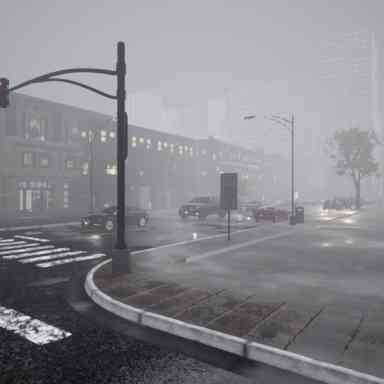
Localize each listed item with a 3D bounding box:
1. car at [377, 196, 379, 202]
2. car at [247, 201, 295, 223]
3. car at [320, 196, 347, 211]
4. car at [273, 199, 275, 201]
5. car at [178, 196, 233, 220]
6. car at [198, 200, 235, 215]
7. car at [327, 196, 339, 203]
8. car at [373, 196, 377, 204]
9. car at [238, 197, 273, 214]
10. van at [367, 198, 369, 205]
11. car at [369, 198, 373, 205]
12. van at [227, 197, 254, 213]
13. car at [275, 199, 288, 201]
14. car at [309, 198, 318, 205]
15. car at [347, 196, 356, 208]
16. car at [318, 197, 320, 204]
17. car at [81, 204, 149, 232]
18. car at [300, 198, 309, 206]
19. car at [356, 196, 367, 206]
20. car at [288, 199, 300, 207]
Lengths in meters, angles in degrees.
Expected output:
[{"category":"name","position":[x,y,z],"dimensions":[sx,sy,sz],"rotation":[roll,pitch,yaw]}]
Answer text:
[{"category":"car","position":[41.485,2.037,76.774],"dimensions":[1.802,1.307,4.206],"rotation":[0,-1,35]},{"category":"car","position":[6.531,1.670,27.047],"dimensions":[1.887,1.381,4.507],"rotation":[0,0,35]},{"category":"car","position":[19.214,1.676,45.149],"dimensions":[1.967,1.590,4.097],"rotation":[0,-1,35]},{"category":"car","position":[9.180,1.756,45.454],"dimensions":[2.008,1.369,4.403],"rotation":[0,0,35]},{"category":"car","position":[1.124,1.340,29.507],"dimensions":[2.150,2.045,5.566],"rotation":[0,0,35]},{"category":"car","position":[2.719,1.674,36.279],"dimensions":[1.752,1.417,4.829],"rotation":[0,0,35]},{"category":"car","position":[34.633,1.893,81.599],"dimensions":[1.967,1.590,4.097],"rotation":[0,-1,35]},{"category":"car","position":[38.402,1.948,72.396],"dimensions":[1.752,1.417,4.829],"rotation":[0,-1,35]},{"category":"car","position":[7.036,1.660,37.881],"dimensions":[2.128,1.511,4.902],"rotation":[0,0,35]},{"category":"van","position":[31.940,1.699,63.222],"dimensions":[1.690,1.788,3.998],"rotation":[0,-1,35]},{"category":"car","position":[35.122,1.972,67.737],"dimensions":[1.802,1.307,4.206],"rotation":[0,-1,35]},{"category":"van","position":[5.998,1.518,40.938],"dimensions":[1.690,1.788,3.998],"rotation":[0,0,35]},{"category":"car","position":[12.264,1.759,49.833],"dimensions":[1.752,1.417,4.829],"rotation":[0,-1,35]},{"category":"car","position":[21.907,1.876,63.527],"dimensions":[2.008,1.369,4.403],"rotation":[0,-1,35]},{"category":"car","position":[22.395,1.581,49.668],"dimensions":[2.192,1.841,5.009],"rotation":[0,-1,35]},{"category":"car","position":[28.270,1.828,72.563],"dimensions":[1.967,1.590,4.097],"rotation":[0,-1,35]},{"category":"car","position":[-4.763,1.578,21.188],"dimensions":[1.837,1.490,4.892],"rotation":[0,0,34]},{"category":"car","position":[18.725,1.846,59.009],"dimensions":[2.008,1.369,4.403],"rotation":[0,-1,35]},{"category":"car","position":[28.759,1.642,58.704],"dimensions":[2.192,1.841,5.009],"rotation":[0,-1,35]},{"category":"car","position":[15.543,1.815,54.491],"dimensions":[2.008,1.369,4.403],"rotation":[0,-1,35]}]
